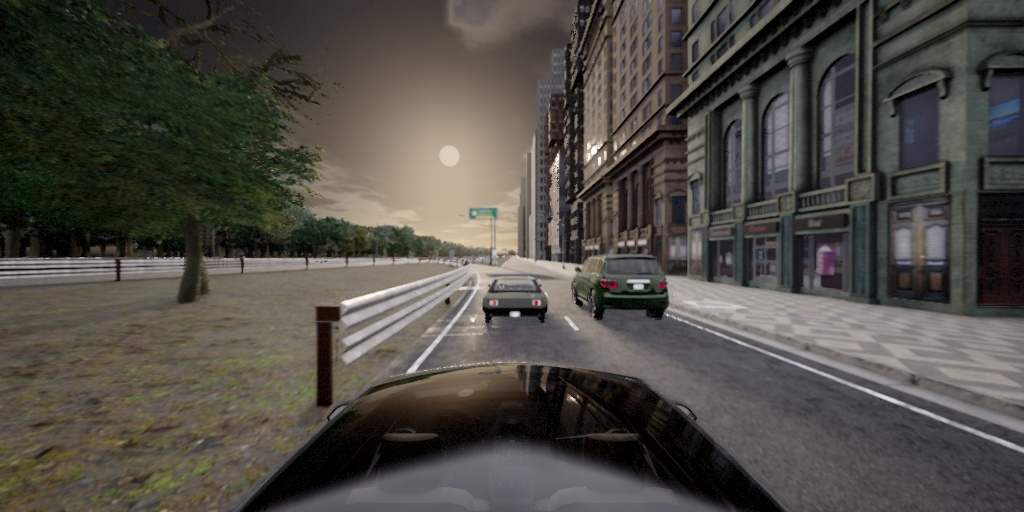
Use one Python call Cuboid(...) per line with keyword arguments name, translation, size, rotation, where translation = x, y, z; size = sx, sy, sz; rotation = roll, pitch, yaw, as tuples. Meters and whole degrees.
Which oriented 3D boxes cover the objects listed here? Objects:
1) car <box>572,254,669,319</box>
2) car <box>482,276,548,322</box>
Cuboid(name="car", translation=(3.597, 0.964, 12.858), size=(2.150, 2.045, 5.566), rotation=(0, 0, 0))
Cuboid(name="car", translation=(0.096, 1.343, 12.274), size=(1.895, 1.301, 4.718), rotation=(0, 0, 0))
